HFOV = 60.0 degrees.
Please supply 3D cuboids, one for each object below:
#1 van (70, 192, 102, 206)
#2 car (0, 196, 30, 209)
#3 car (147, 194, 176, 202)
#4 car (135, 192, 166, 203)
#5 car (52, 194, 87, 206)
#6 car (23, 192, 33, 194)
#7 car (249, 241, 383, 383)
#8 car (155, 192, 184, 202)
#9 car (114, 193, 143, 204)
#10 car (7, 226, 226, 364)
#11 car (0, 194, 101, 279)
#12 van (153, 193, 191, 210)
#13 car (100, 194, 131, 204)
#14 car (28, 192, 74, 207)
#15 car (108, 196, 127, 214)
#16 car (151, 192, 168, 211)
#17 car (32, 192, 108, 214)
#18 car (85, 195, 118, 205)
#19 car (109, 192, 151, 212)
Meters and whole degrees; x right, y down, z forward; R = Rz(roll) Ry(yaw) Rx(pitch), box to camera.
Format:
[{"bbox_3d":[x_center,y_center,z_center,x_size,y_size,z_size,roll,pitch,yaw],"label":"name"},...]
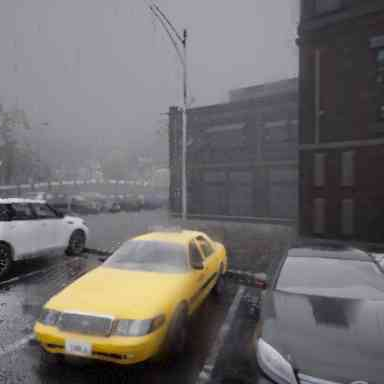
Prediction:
[{"bbox_3d":[-16.595,1.075,51.977,4.442,1.987,1.878,-1,0,14],"label":"van"},{"bbox_3d":[-23.278,1.326,41.931,4.792,1.488,2.163,-1,0,14],"label":"car"},{"bbox_3d":[-6.142,1.298,66.931,5.366,1.575,1.946,-1,-1,14],"label":"car"},{"bbox_3d":[-8.046,1.051,64.476,5.566,2.045,2.435,0,0,14],"label":"car"},{"bbox_3d":[-18.203,1.174,49.463,4.553,1.767,2.185,-1,-1,14],"label":"car"},{"bbox_3d":[-21.587,1.046,44.438,5.566,2.045,2.435,-1,0,14],"label":"car"},{"bbox_3d":[1.930,1.520,4.805,2.002,1.452,4.674,1,0,15],"label":"car"},{"bbox_3d":[-4.601,1.051,69.466,5.566,2.045,2.435,0,-1,14],"label":"car"},{"bbox_3d":[-11.374,1.176,59.452,4.553,1.767,2.185,-1,0,14],"label":"car"},{"bbox_3d":[-0.569,1.461,6.365,1.946,1.575,5.366,1,0,15],"label":"car"},{"bbox_3d":[-5.418,1.186,10.058,2.435,2.045,5.566,0,-1,15],"label":"car"},{"bbox_3d":[-2.527,1.152,42.131,4.442,1.987,1.878,1,0,14],"label":"van"},{"bbox_3d":[-13.064,1.176,56.938,4.553,1.767,2.185,0,0,14],"label":"car"},{"bbox_3d":[-19.839,1.047,46.950,5.566,2.045,2.435,-1,-1,14],"label":"car"},{"bbox_3d":[-9.302,1.401,32.343,4.792,1.488,2.163,1,1,14],"label":"car"},{"bbox_3d":[-5.984,1.122,37.254,5.566,2.045,2.435,1,1,14],"label":"car"},{"bbox_3d":[-10.901,1.120,29.903,5.566,2.045,2.435,1,0,14],"label":"car"},{"bbox_3d":[-14.792,1.302,54.461,4.892,1.521,2.231,-1,-1,14],"label":"car"},{"bbox_3d":[-7.643,1.121,34.803,5.566,2.045,2.435,1,1,14],"label":"car"}]
